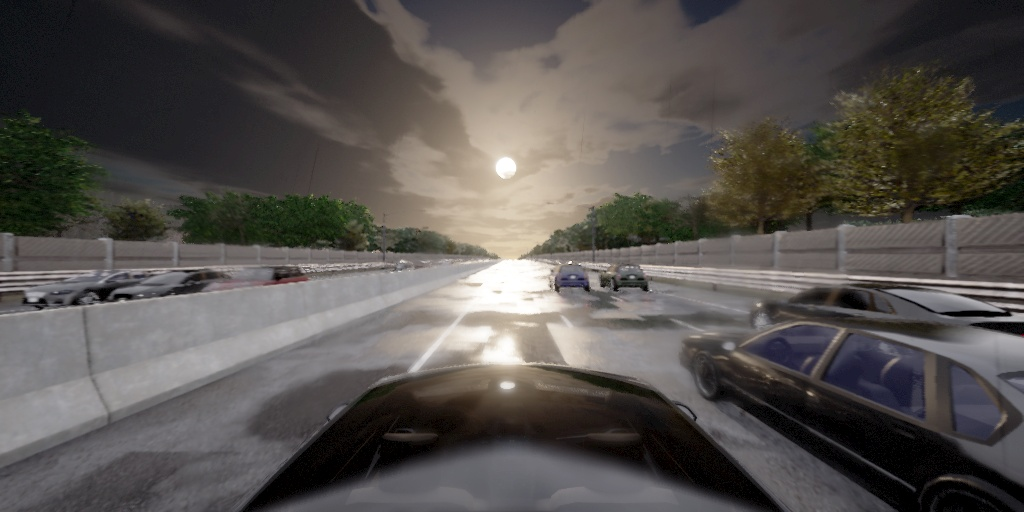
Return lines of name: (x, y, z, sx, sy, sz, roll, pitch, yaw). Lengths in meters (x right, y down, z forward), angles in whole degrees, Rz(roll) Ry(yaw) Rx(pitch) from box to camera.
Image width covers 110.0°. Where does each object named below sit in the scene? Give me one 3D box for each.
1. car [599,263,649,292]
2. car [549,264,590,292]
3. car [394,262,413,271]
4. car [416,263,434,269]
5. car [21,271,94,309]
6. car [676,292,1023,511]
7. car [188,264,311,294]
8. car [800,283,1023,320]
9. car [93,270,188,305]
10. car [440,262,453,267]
car: (7.098, 1.290, 23.279, 2.097, 1.767, 4.553, 0, 0, 0)
car: (3.598, 1.290, 23.286, 2.097, 1.767, 4.553, 0, 0, 0)
car: (-17.532, 1.688, 58.096, 2.128, 1.511, 4.902, 0, 0, 1)
car: (-14.029, 1.796, 58.064, 1.895, 1.301, 4.718, 0, 0, 1)
car: (-17.600, 1.366, 15.637, 2.128, 1.511, 4.902, 0, 0, 0)
car: (3.598, 1.313, 3.391, 2.033, 1.411, 5.357, 0, -1, 0)
car: (-10.600, 1.223, 15.274, 2.097, 1.767, 4.553, 0, 0, 0)
car: (7.098, 1.306, 7.375, 1.837, 1.490, 4.892, 0, -1, 0)
car: (-14.100, 1.377, 15.389, 1.837, 1.490, 4.892, 0, 0, 0)
car: (-10.536, 1.721, 58.143, 1.812, 1.442, 4.674, 0, 0, 1)
